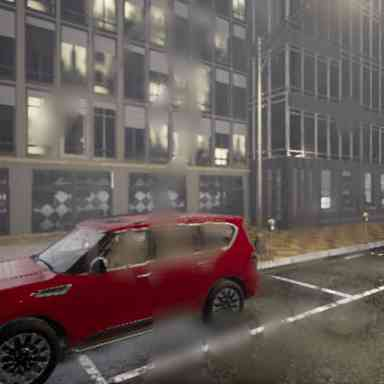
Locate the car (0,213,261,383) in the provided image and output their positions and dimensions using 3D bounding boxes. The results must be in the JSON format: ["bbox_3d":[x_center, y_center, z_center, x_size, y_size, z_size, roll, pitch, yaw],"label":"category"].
[{"bbox_3d":[-1.088,1.315,5.323,5.009,1.841,2.192,0,0,-35],"label":"car"}]
